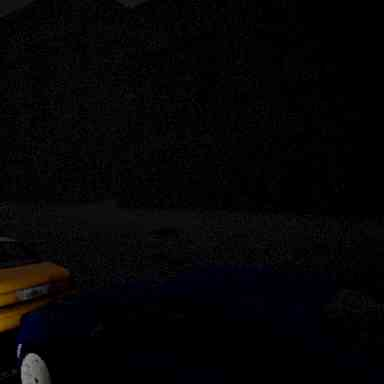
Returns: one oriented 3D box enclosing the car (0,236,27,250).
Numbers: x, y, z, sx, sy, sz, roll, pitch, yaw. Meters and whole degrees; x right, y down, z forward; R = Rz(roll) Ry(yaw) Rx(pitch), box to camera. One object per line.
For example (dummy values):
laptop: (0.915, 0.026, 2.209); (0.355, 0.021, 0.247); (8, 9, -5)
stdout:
car: (-4.446, 1.476, 6.413); (5.366, 1.575, 1.946); (0, 0, 35)

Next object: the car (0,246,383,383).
car: (0.284, 1.480, 3.136); (5.008, 1.535, 2.097); (0, 0, 36)
